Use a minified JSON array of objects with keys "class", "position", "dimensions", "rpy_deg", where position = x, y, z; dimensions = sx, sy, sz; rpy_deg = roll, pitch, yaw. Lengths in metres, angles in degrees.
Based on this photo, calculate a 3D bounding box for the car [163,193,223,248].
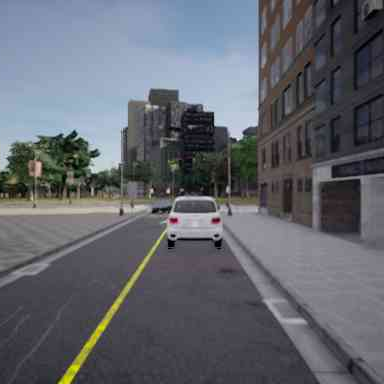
[{"class":"car","position":[0.108,1.193,14.739],"dimensions":[2.150,2.045,5.566],"rpy_deg":[0,0,0]}]

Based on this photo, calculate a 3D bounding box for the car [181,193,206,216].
[{"class":"car","position":[0.113,1.143,31.661],"dimensions":[2.150,2.045,5.566],"rpy_deg":[0,-1,0]}]

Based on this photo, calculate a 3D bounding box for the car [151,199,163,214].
[{"class":"car","position":[-3.004,1.470,34.316],"dimensions":[2.033,1.411,5.357],"rpy_deg":[0,0,1]}]
